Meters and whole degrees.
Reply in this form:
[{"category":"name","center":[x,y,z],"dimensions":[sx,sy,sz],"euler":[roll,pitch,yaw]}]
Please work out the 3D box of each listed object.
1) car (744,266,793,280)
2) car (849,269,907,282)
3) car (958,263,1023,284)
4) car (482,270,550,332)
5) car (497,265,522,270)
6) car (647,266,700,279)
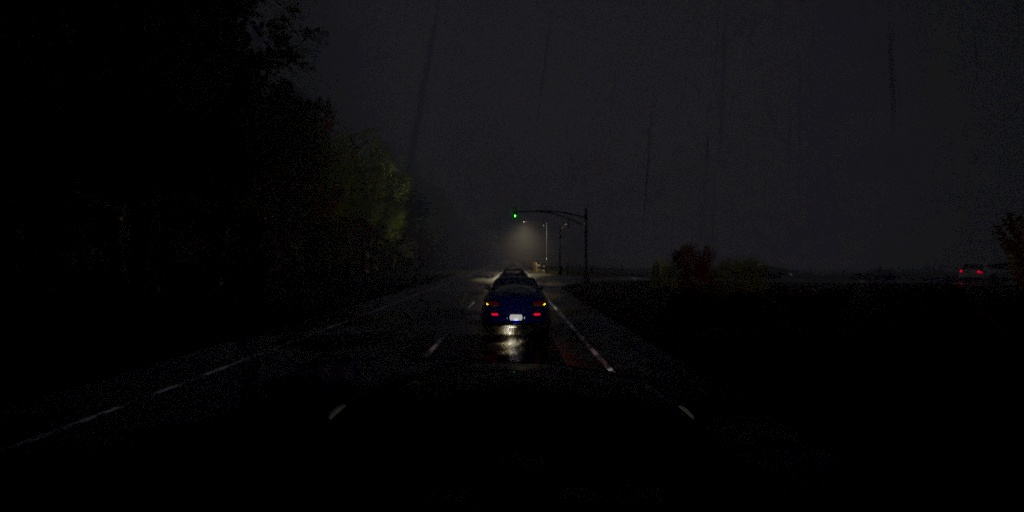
[{"category":"car","center":[28.225,1.882,39.705],"dimensions":[4.902,1.511,2.128],"euler":[1,-1,0]},{"category":"car","center":[40.318,2.123,39.634],"dimensions":[4.718,1.301,1.895],"euler":[1,-1,0]},{"category":"car","center":[48.555,1.746,36.016],"dimensions":[5.566,2.045,2.150],"euler":[1,-1,0]},{"category":"car","center":[0.104,1.346,11.094],"dimensions":[1.812,1.442,4.674],"euler":[0,0,0]},{"category":"car","center":[0.101,1.469,22.351],"dimensions":[1.994,1.385,4.181],"euler":[0,0,0]},{"category":"car","center":[17.879,1.826,39.774],"dimensions":[5.357,1.411,2.033],"euler":[1,-1,1]}]
